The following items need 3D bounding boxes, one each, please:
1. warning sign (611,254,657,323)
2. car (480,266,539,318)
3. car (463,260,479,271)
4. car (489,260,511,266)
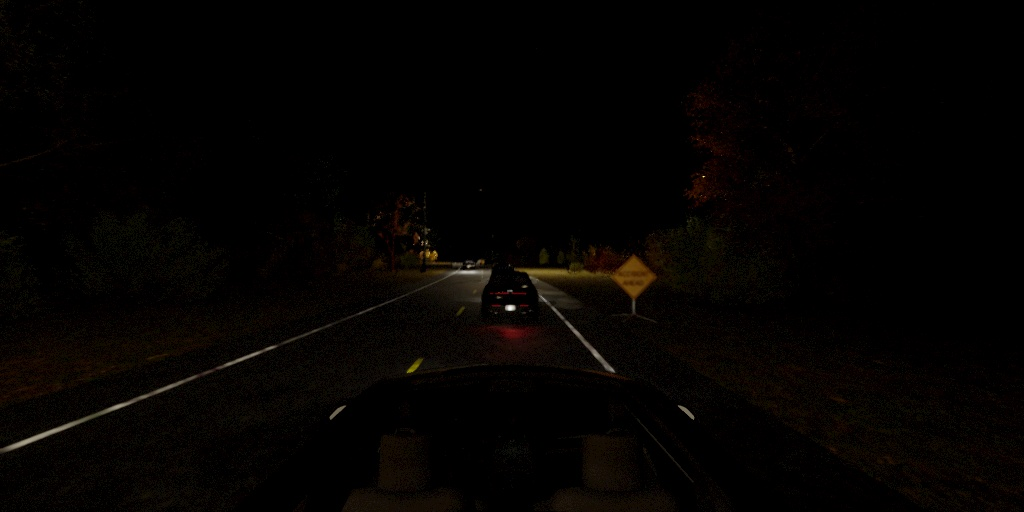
[{"bbox_3d":[3.476,0.879,10.263,1.300,1.860,1.060,0,0,-1],"label":"warning sign"},{"bbox_3d":[-0.093,1.281,13.087,1.837,1.490,4.892,0,0,-1],"label":"car"},{"bbox_3d":[-6.254,1.333,52.613,2.128,1.511,4.902,0,0,-5],"label":"car"},{"bbox_3d":[-0.723,1.328,28.994,1.812,1.442,4.674,0,0,-3],"label":"car"}]
